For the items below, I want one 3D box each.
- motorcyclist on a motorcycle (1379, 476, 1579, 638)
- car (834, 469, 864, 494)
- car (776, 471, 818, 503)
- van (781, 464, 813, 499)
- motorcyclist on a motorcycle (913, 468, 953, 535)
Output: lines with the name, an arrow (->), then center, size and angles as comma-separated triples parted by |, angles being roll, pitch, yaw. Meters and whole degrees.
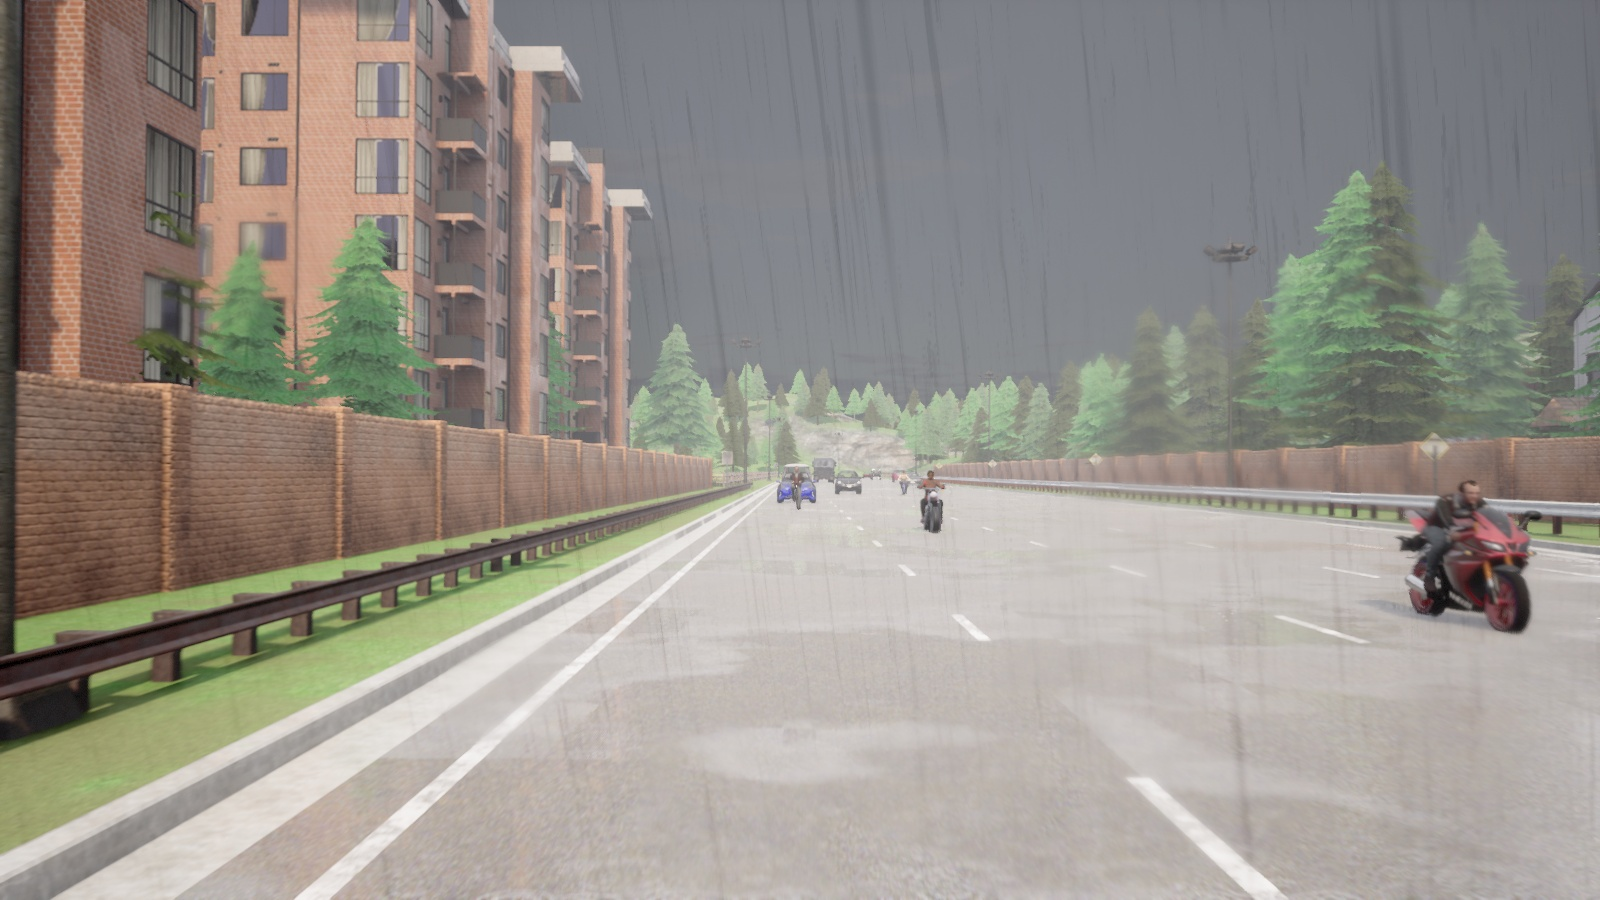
motorcyclist on a motorcycle -> 6.968, 1.041, 13.044 | 0.866, 1.530, 2.191 | 0, -1, 0
car -> 3.293, 2.124, 84.908 | 1.851, 1.617, 3.988 | 0, -1, 0
car -> -0.152, 1.806, 62.209 | 2.007, 1.525, 4.514 | 0, -1, 0
van -> -0.180, 1.799, 73.593 | 1.775, 1.987, 4.442 | 0, -1, 0
motorcyclist on a motorcycle -> 3.421, 1.295, 32.437 | 0.766, 1.649, 2.350 | 0, -1, 0
